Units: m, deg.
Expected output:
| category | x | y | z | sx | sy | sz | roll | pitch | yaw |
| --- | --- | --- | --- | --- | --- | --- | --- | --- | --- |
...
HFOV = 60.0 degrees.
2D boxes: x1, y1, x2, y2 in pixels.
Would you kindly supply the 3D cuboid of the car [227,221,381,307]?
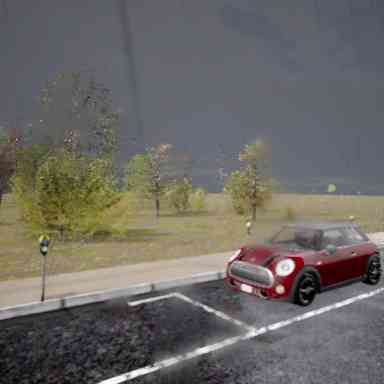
| category | x | y | z | sx | sy | sz | roll | pitch | yaw |
| --- | --- | --- | --- | --- | --- | --- | --- | --- | --- |
| car | 2.770 | 1.489 | 8.063 | 4.097 | 1.590 | 1.967 | 1 | 0 | -35 |
